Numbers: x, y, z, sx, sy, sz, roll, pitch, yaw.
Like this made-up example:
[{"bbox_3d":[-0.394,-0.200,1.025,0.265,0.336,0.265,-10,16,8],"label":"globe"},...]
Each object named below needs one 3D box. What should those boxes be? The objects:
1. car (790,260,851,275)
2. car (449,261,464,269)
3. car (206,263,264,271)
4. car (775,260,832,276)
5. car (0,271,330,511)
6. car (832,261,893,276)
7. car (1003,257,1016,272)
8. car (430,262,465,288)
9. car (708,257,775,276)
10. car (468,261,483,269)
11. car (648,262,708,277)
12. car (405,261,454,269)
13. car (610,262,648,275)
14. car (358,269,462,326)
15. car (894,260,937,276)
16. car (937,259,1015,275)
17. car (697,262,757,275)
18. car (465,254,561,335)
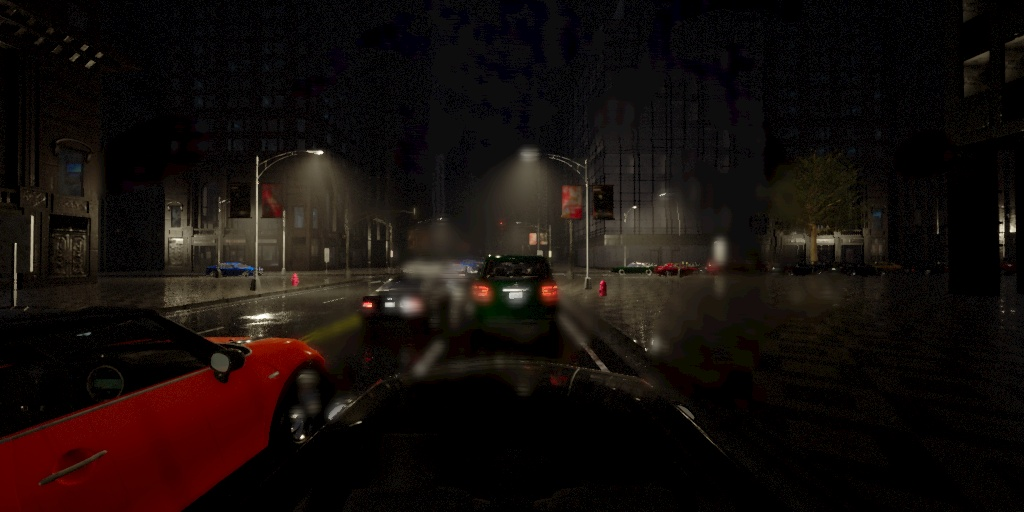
[{"bbox_3d":[33.766,1.251,39.348,4.902,1.511,2.128,0,-1,-1],"label":"car"},{"bbox_3d":[-9.711,1.571,63.178,1.812,1.442,4.674,0,0,1],"label":"car"},{"bbox_3d":[-27.300,1.426,35.434,5.008,1.535,1.882,0,-1,0],"label":"car"},{"bbox_3d":[26.646,1.276,33.485,4.313,1.339,1.948,0,0,-1],"label":"car"},{"bbox_3d":[-3.147,1.102,2.303,2.097,1.767,4.553,0,0,0],"label":"car"},{"bbox_3d":[32.283,1.260,33.563,4.313,1.339,1.948,0,0,-1],"label":"car"},{"bbox_3d":[49.198,0.973,33.797,5.009,1.841,2.192,0,0,-1],"label":"car"},{"bbox_3d":[-3.121,1.280,21.451,2.128,1.511,4.902,0,0,0],"label":"car"},{"bbox_3d":[21.008,1.041,33.408,5.009,1.841,2.192,0,0,-1],"label":"car"},{"bbox_3d":[-6.451,1.599,64.033,2.033,1.411,5.357,0,0,1],"label":"car"},{"bbox_3d":[15.370,1.327,33.330,4.207,1.307,1.802,0,0,-1],"label":"car"},{"bbox_3d":[-8.891,1.397,37.765,4.674,1.442,1.812,0,0,-30],"label":"car"},{"bbox_3d":[13.214,1.422,39.075,4.718,1.301,1.895,0,-1,0],"label":"car"},{"bbox_3d":[-3.120,1.307,11.714,2.033,1.411,5.357,0,0,0],"label":"car"},{"bbox_3d":[42.368,1.205,36.278,4.892,1.490,1.837,0,-1,-1],"label":"car"},{"bbox_3d":[43.559,1.214,33.720,4.507,1.381,1.888,0,0,-1],"label":"car"},{"bbox_3d":[23.464,1.335,39.222,5.357,1.411,2.033,0,-1,-1],"label":"car"},{"bbox_3d":[0.115,0.979,10.630,2.150,2.045,5.566,0,0,0],"label":"car"}]
